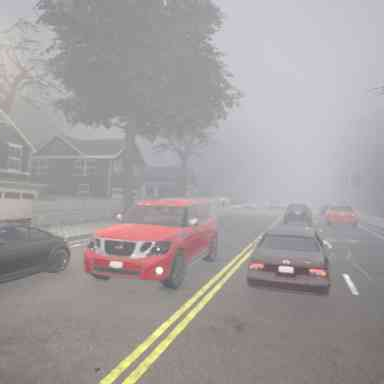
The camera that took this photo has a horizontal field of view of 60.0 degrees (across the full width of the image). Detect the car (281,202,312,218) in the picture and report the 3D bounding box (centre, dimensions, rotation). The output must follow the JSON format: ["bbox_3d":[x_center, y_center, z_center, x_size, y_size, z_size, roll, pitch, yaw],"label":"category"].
[{"bbox_3d":[8.816,1.709,27.624,2.097,1.767,4.553,2,0,18],"label":"car"}]

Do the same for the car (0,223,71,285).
[{"bbox_3d":[-4.806,1.430,7.786,1.994,1.385,4.181,2,0,18],"label":"car"}]

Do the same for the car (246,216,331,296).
[{"bbox_3d":[2.704,1.655,9.157,2.033,1.411,5.357,2,0,18],"label":"car"}]

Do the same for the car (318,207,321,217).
[{"bbox_3d":[15.631,2.123,38.135,1.837,1.490,4.892,2,0,19],"label":"car"}]

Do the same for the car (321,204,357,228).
[{"bbox_3d":[12.009,1.808,27.068,2.097,1.767,4.553,2,0,19],"label":"car"}]

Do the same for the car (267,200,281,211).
[{"bbox_3d":[12.524,1.923,49.740,2.097,1.767,4.553,2,0,19],"label":"car"}]

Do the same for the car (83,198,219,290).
[{"bbox_3d":[-0.744,1.221,9.688,2.150,2.045,5.566,2,0,18],"label":"car"}]

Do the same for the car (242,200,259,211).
[{"bbox_3d":[8.489,1.957,47.925,1.812,1.442,4.674,2,0,19],"label":"car"}]
